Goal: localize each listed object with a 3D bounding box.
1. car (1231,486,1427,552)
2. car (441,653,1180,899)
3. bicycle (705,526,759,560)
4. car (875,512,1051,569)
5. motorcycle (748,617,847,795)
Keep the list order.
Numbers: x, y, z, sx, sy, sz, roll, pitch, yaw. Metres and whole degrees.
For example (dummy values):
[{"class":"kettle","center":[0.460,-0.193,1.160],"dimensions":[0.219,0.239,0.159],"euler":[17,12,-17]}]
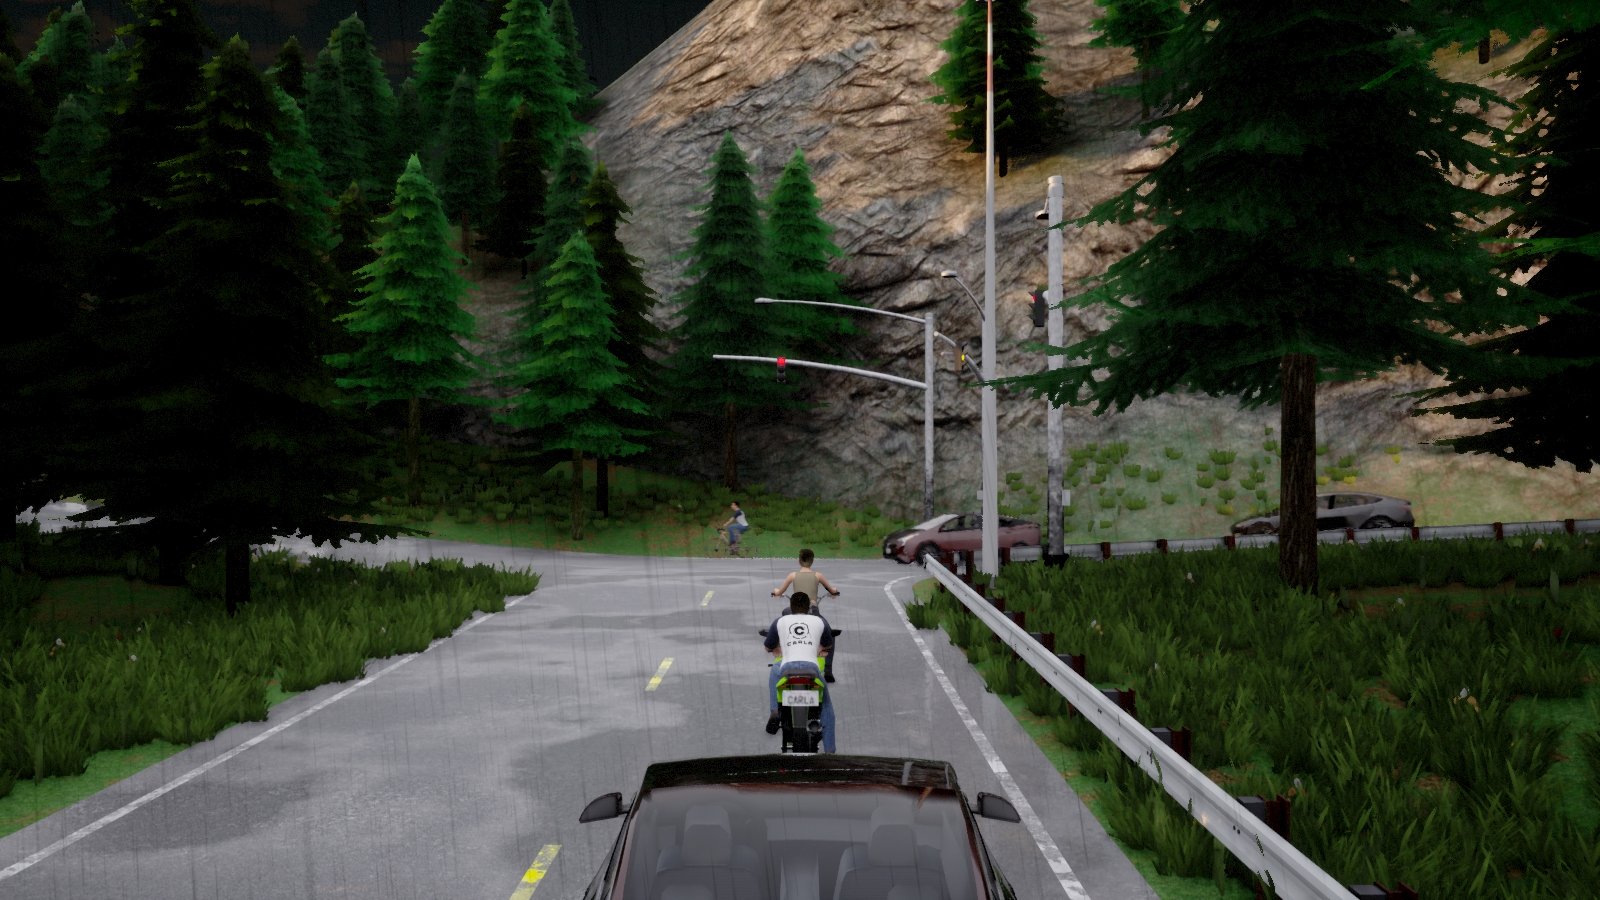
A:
[{"class":"car","center":[14.903,1.946,32.519],"dimensions":[4.792,1.488,2.163],"euler":[-5,-2,20]},{"class":"car","center":[0.029,2.063,5.012],"dimensions":[2.163,1.488,4.792],"euler":[0,0,0]},{"class":"bicycle","center":[-2.083,2.866,35.099],"dimensions":[1.643,1.024,0.373],"euler":[0,-3,-2]},{"class":"car","center":[4.608,2.534,32.443],"dimensions":[4.514,1.525,2.007],"euler":[1,-3,-17]},{"class":"motorcycle","center":[-0.020,2.213,10.238],"dimensions":[0.803,1.145,2.033],"euler":[0,0,0]}]
